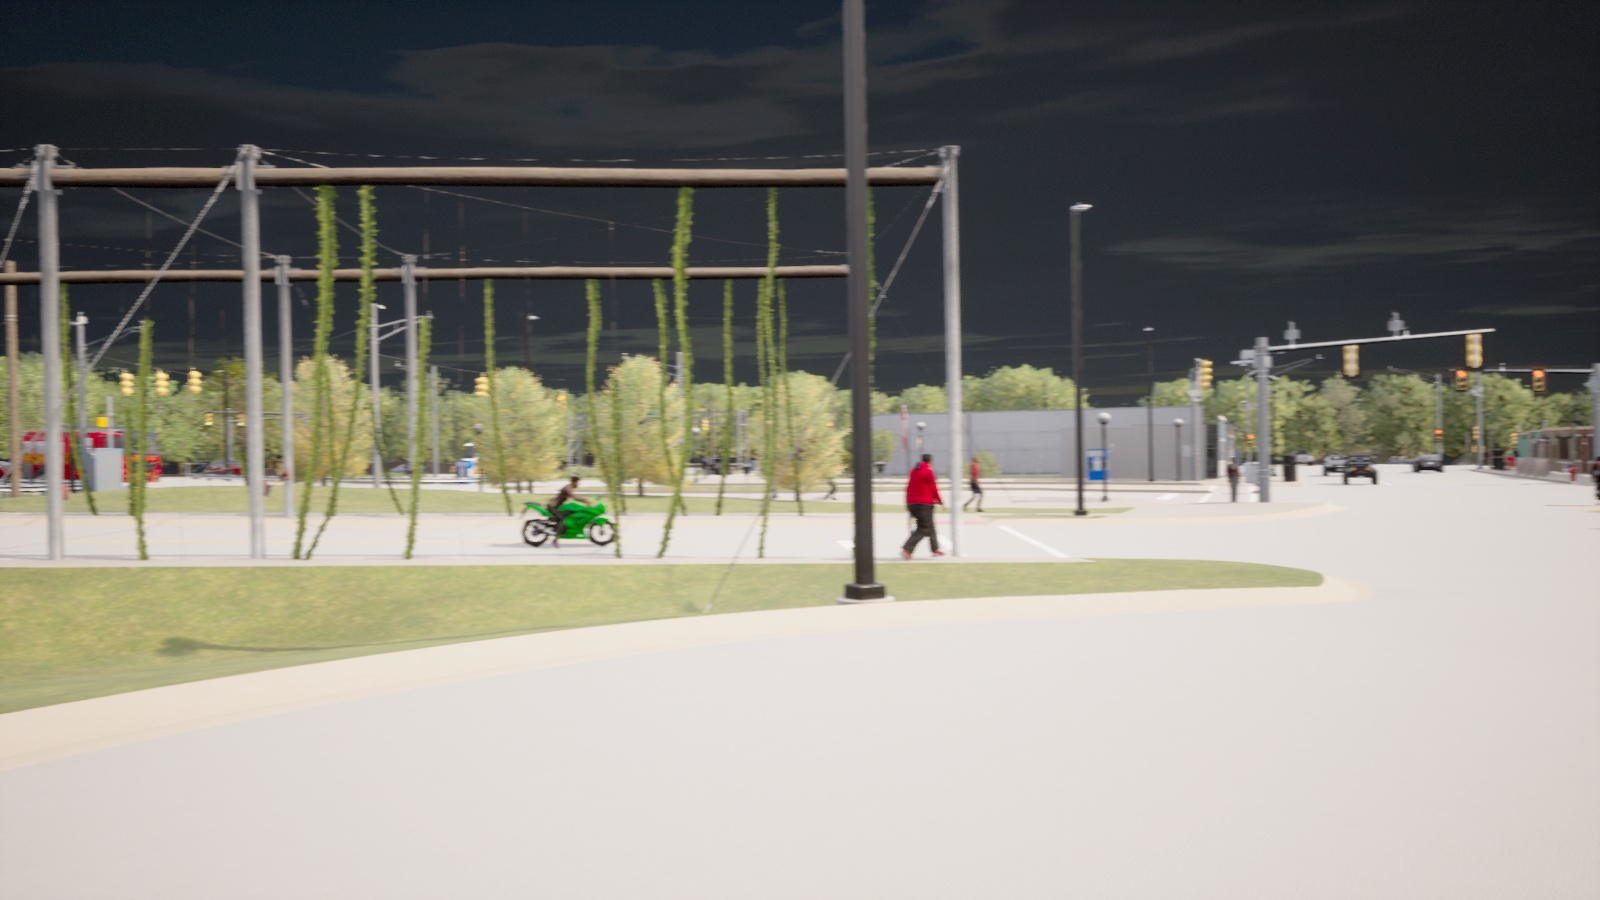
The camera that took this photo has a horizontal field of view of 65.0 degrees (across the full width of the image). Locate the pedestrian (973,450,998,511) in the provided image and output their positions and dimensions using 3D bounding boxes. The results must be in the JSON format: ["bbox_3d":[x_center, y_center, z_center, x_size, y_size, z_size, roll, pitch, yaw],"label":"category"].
[{"bbox_3d":[5.623,0.919,38.070,0.636,1.846,0.331,-2,0,-5],"label":"pedestrian"}]

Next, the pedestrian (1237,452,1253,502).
[{"bbox_3d":[17.288,1.047,48.774,0.402,1.930,0.666,-2,0,8],"label":"pedestrian"}]

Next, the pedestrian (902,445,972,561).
[{"bbox_3d":[2.263,0.852,20.711,0.899,1.844,0.634,-2,0,-26],"label":"pedestrian"}]

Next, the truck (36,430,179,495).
[{"bbox_3d":[-42.622,0.711,77.234,8.468,3.827,2.891,0,0,21],"label":"truck"}]

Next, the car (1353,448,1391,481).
[{"bbox_3d":[34.225,0.837,75.184,1.905,1.878,3.866,-1,0,22],"label":"car"}]

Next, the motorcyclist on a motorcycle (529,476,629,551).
[{"bbox_3d":[-4.680,1.340,26.711,2.044,1.523,0.797,0,0,-5],"label":"motorcyclist on a motorcycle"}]
